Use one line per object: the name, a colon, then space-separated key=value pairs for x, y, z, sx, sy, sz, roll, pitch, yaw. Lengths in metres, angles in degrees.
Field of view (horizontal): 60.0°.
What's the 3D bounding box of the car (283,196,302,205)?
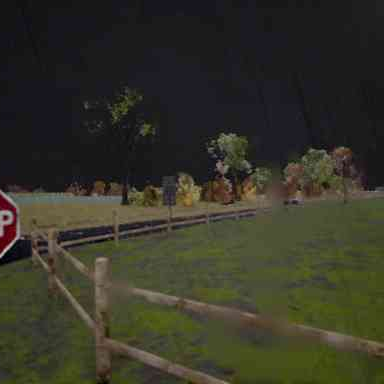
car: x=14.976 y=1.232 z=49.287 sx=1.994 sy=1.385 sz=4.181 roll=-2 pitch=-1 yaw=35
